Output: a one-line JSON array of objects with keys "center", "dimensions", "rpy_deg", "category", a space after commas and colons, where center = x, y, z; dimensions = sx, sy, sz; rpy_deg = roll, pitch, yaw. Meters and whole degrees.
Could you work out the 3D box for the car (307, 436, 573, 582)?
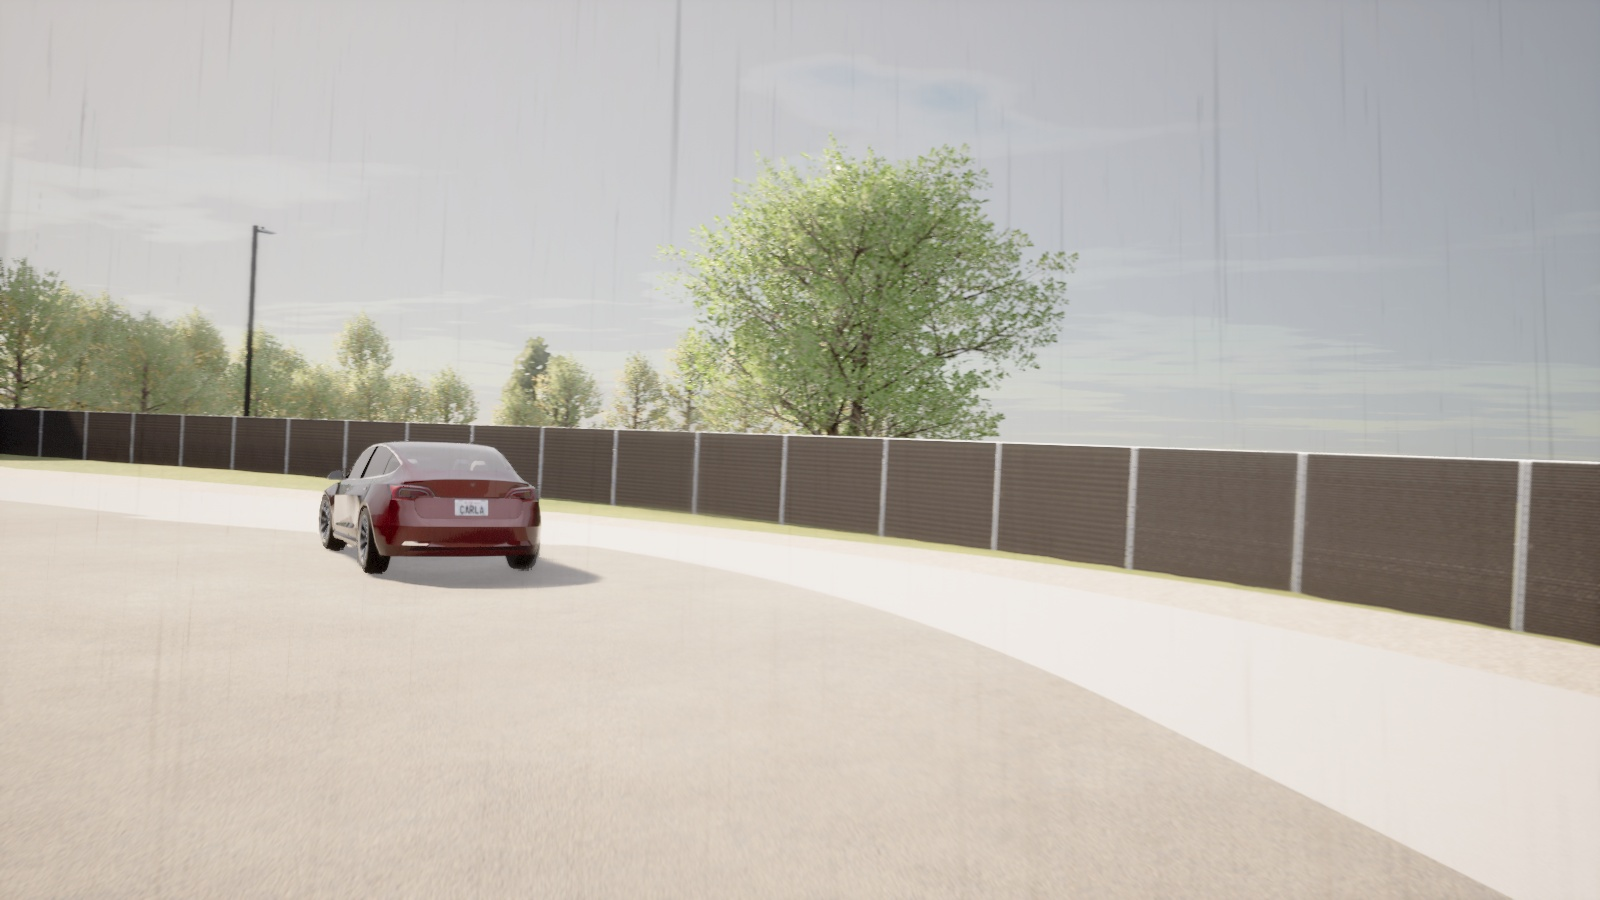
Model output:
[{"center": [-4.665, 0.627, 15.673], "dimensions": [2.163, 1.488, 4.792], "rpy_deg": [2, 0, -28], "category": "car"}]
